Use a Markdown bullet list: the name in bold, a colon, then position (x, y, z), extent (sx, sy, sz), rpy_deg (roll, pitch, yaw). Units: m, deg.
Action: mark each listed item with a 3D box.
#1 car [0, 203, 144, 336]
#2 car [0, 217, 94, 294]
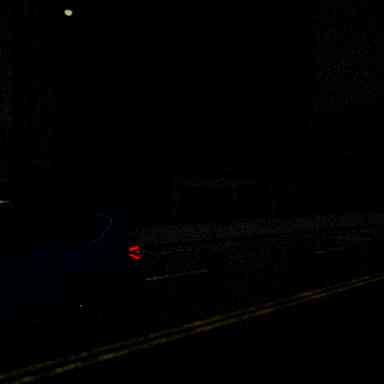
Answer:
- **car**: position (-3.475, 1.222, 5.198), extent (5.566, 2.045, 2.150), rpy_deg (1, 0, -36)
- **car**: position (-5.150, 1.495, 7.995), extent (4.902, 1.511, 2.128), rpy_deg (1, 0, -36)
